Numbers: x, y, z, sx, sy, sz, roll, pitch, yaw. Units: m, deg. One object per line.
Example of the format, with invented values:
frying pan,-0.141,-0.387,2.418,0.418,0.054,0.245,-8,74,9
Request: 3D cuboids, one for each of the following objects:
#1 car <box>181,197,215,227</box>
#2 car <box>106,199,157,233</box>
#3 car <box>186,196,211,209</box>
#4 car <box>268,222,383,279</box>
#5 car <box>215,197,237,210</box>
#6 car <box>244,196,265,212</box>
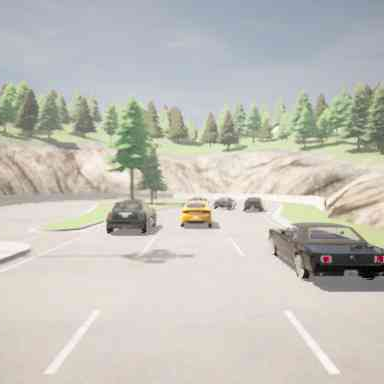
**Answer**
car,0.350,1.321,21.703,1.882,1.535,5.008,0,1,3
car,-3.275,1.216,18.816,2.097,1.767,4.553,0,0,2
car,0.875,1.273,40.534,1.994,1.385,4.181,0,0,16
car,3.602,1.530,9.727,1.895,1.301,4.718,0,0,0
car,3.899,1.271,38.576,2.033,1.411,5.357,0,0,16
car,6.670,1.250,35.452,1.837,1.490,4.892,0,0,16
